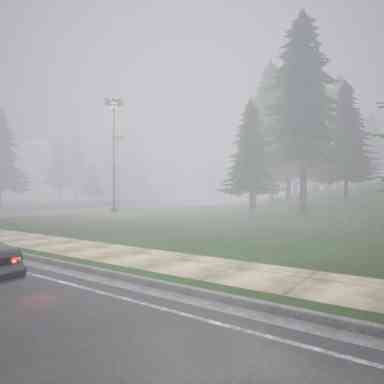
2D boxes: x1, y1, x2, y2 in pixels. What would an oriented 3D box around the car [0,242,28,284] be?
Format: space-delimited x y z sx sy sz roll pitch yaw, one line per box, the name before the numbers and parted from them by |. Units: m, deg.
car | -6.267 1.547 8.301 5.357 1.411 2.033 0 0 35
